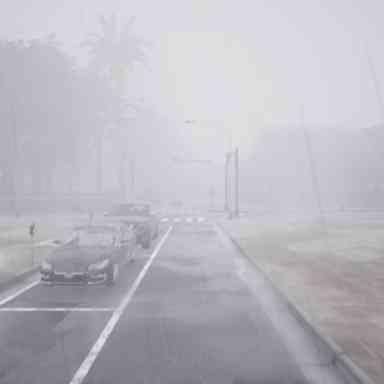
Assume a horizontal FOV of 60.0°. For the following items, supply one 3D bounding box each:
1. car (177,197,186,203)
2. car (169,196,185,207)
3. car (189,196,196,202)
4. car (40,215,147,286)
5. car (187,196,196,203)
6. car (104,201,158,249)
[{"bbox_3d":[-2.621,1.917,81.362,2.008,1.369,4.403,0,0,0],"label":"car"},{"bbox_3d":[-2.627,1.616,52.920,1.967,1.590,4.097,0,0,0],"label":"car"},{"bbox_3d":[0.023,1.772,87.448,1.812,1.442,4.674,0,0,0],"label":"car"},{"bbox_3d":[-2.636,1.564,9.308,2.008,1.369,4.403,0,0,0],"label":"car"},{"bbox_3d":[0.021,1.853,77.445,1.812,1.442,4.674,0,0,0],"label":"car"},{"bbox_3d":[-2.635,1.339,14.772,2.192,1.841,5.009,0,0,0],"label":"car"}]
